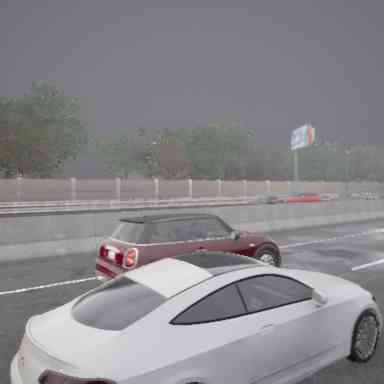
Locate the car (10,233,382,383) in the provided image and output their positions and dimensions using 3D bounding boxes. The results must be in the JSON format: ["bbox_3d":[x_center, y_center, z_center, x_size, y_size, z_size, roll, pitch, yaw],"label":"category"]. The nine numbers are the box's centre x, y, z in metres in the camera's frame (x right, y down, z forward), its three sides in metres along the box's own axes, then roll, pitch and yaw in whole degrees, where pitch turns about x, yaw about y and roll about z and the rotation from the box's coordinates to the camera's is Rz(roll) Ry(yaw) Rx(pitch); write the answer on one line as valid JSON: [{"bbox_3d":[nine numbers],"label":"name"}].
[{"bbox_3d":[0.444,1.492,4.067,4.674,1.442,1.812,-1,1,-35],"label":"car"}]

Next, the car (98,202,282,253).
[{"bbox_3d":[0.064,1.293,8.094,4.553,1.767,2.097,-1,0,-36],"label":"car"}]

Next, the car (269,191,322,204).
[{"bbox_3d":[10.624,0.888,33.079,5.566,2.045,2.150,-1,0,-35],"label":"car"}]

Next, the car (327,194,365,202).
[{"bbox_3d":[14.655,0.989,31.654,4.553,1.767,2.097,-1,1,-35],"label":"car"}]

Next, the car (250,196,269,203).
[{"bbox_3d":[7.963,1.180,35.479,4.892,1.490,1.837,0,0,-35],"label":"car"}]
